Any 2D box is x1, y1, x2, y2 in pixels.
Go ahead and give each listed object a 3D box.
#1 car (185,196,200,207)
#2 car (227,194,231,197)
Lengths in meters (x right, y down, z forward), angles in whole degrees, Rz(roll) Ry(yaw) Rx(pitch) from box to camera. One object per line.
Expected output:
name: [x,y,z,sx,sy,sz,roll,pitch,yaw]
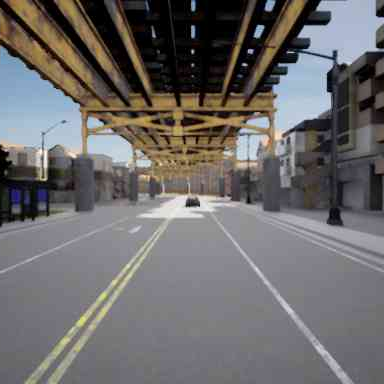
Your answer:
car: [0.114,1.265,45.545,1.994,1.385,4.181,0,0,0]
car: [12.257,0.836,93.737,4.974,1.542,2.038,0,0,30]
